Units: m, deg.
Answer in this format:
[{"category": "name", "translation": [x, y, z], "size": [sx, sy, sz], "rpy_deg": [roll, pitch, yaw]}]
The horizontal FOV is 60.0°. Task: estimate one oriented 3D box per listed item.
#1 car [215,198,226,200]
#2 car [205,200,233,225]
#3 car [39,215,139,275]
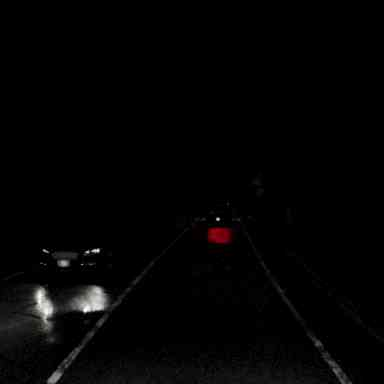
[{"category": "car", "translation": [3.590, 1.509, 41.143], "size": [2.097, 1.767, 4.553], "rpy_deg": [0, 0, 6]}, {"category": "car", "translation": [1.997, 1.595, 24.983], "size": [1.837, 1.490, 4.892], "rpy_deg": [0, 0, 6]}, {"category": "car", "translation": [-3.044, 1.544, 10.791], "size": [2.128, 1.511, 4.902], "rpy_deg": [0, 0, 4]}]
